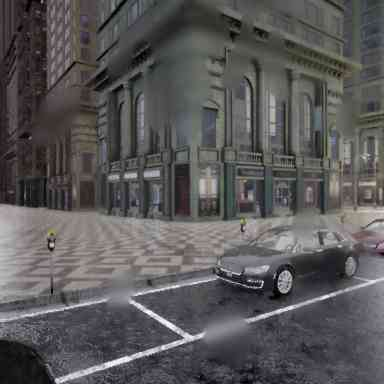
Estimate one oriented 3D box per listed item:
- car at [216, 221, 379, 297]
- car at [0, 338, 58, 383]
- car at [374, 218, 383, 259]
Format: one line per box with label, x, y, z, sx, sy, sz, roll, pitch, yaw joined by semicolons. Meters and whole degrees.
car;2.588;1.551;8.484;4.403;1.369;2.008;0;0;-35
car;-2.729;1.563;1.435;4.181;1.385;1.994;0;0;-35
car;7.000;1.582;11.620;4.206;1.307;1.802;0;0;-35
